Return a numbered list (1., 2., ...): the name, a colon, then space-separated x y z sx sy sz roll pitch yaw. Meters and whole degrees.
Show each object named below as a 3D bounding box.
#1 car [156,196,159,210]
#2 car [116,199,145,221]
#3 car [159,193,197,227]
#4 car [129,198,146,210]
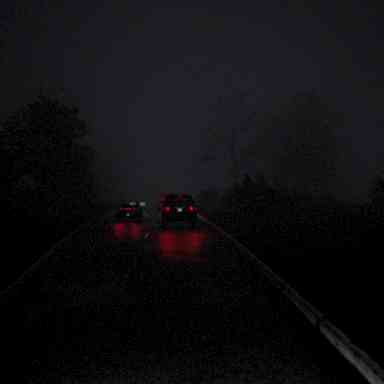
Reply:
1. car: -3.046 1.096 40.097 2.150 2.045 5.566 0 0 -8
2. car: -4.791 1.410 26.082 2.128 1.511 4.902 0 0 -6
3. car: -0.952 1.150 22.246 2.150 2.045 5.566 0 0 -5
4. car: -6.736 1.470 41.208 1.895 1.301 4.718 0 0 -9
